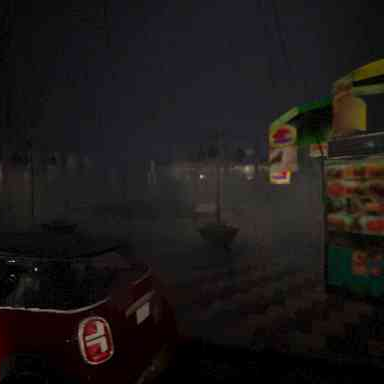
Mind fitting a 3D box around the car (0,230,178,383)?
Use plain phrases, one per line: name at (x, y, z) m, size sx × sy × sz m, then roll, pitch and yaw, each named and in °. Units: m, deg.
car at (-2.559, 1.313, 4.153) m, size 4.553 × 1.767 × 2.185 m, roll 0°, pitch 1°, yaw 17°
